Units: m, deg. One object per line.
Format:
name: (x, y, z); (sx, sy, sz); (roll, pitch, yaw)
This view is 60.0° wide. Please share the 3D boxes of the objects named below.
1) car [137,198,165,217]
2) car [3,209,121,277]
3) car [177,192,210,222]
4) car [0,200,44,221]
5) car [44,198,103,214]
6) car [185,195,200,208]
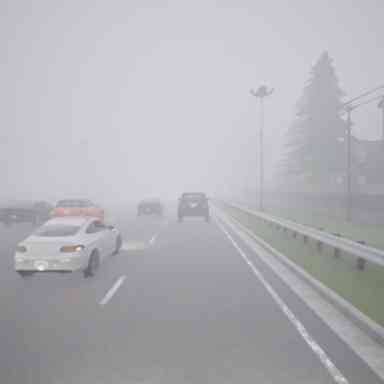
car: (-3.403, 1.225, 28.163); (1.882, 1.535, 5.008); (0, 1, 0)
car: (-3.400, 1.437, 9.805); (1.812, 1.442, 4.674); (0, 1, 0)
car: (0.109, 1.003, 24.321); (2.150, 2.045, 5.566); (0, 0, 0)
car: (-10.401, 1.281, 21.906); (1.882, 1.535, 5.008); (0, 1, 0)
car: (-6.902, 1.168, 20.447); (2.097, 1.767, 4.553); (0, 1, 0)
car: (0.096, 1.121, 42.817); (1.837, 1.490, 4.892); (0, 1, 0)
